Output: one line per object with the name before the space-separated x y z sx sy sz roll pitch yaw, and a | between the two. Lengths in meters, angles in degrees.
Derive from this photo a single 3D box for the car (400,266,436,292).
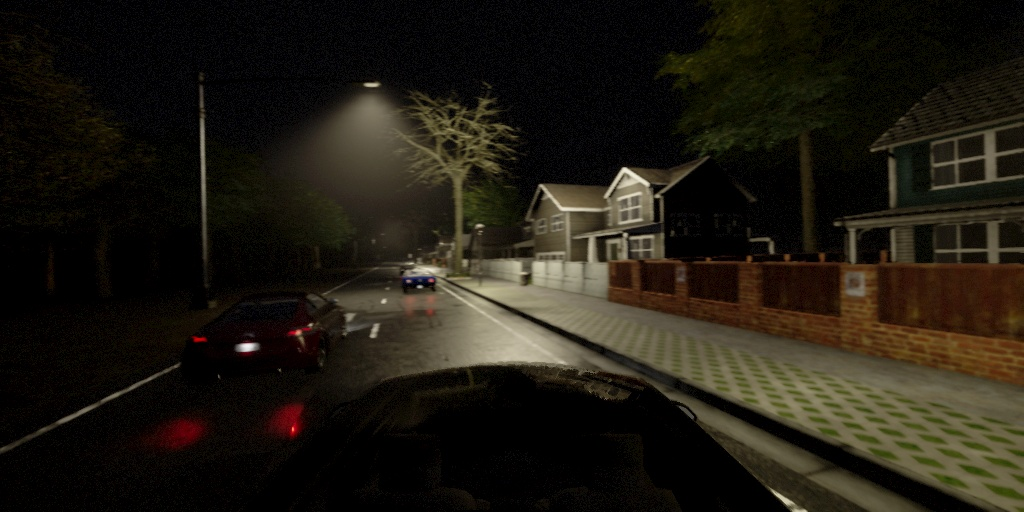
car | -5.945 1.482 22.674 1.895 1.301 4.718 -1 0 -18

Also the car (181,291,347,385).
car | -4.763 1.415 7.537 1.994 1.385 4.181 -1 0 -18

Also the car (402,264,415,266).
car | -12.044 1.608 41.798 1.895 1.301 4.718 -1 0 -18
